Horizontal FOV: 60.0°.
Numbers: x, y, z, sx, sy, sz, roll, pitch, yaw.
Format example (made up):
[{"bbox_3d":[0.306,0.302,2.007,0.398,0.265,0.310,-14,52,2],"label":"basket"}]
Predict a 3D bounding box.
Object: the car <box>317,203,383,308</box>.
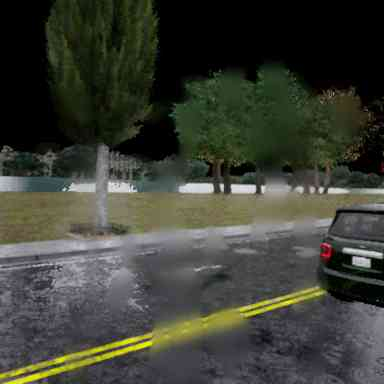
[{"bbox_3d":[4.971,1.244,7.024,5.566,2.045,2.150,0,0,-35],"label":"car"}]
